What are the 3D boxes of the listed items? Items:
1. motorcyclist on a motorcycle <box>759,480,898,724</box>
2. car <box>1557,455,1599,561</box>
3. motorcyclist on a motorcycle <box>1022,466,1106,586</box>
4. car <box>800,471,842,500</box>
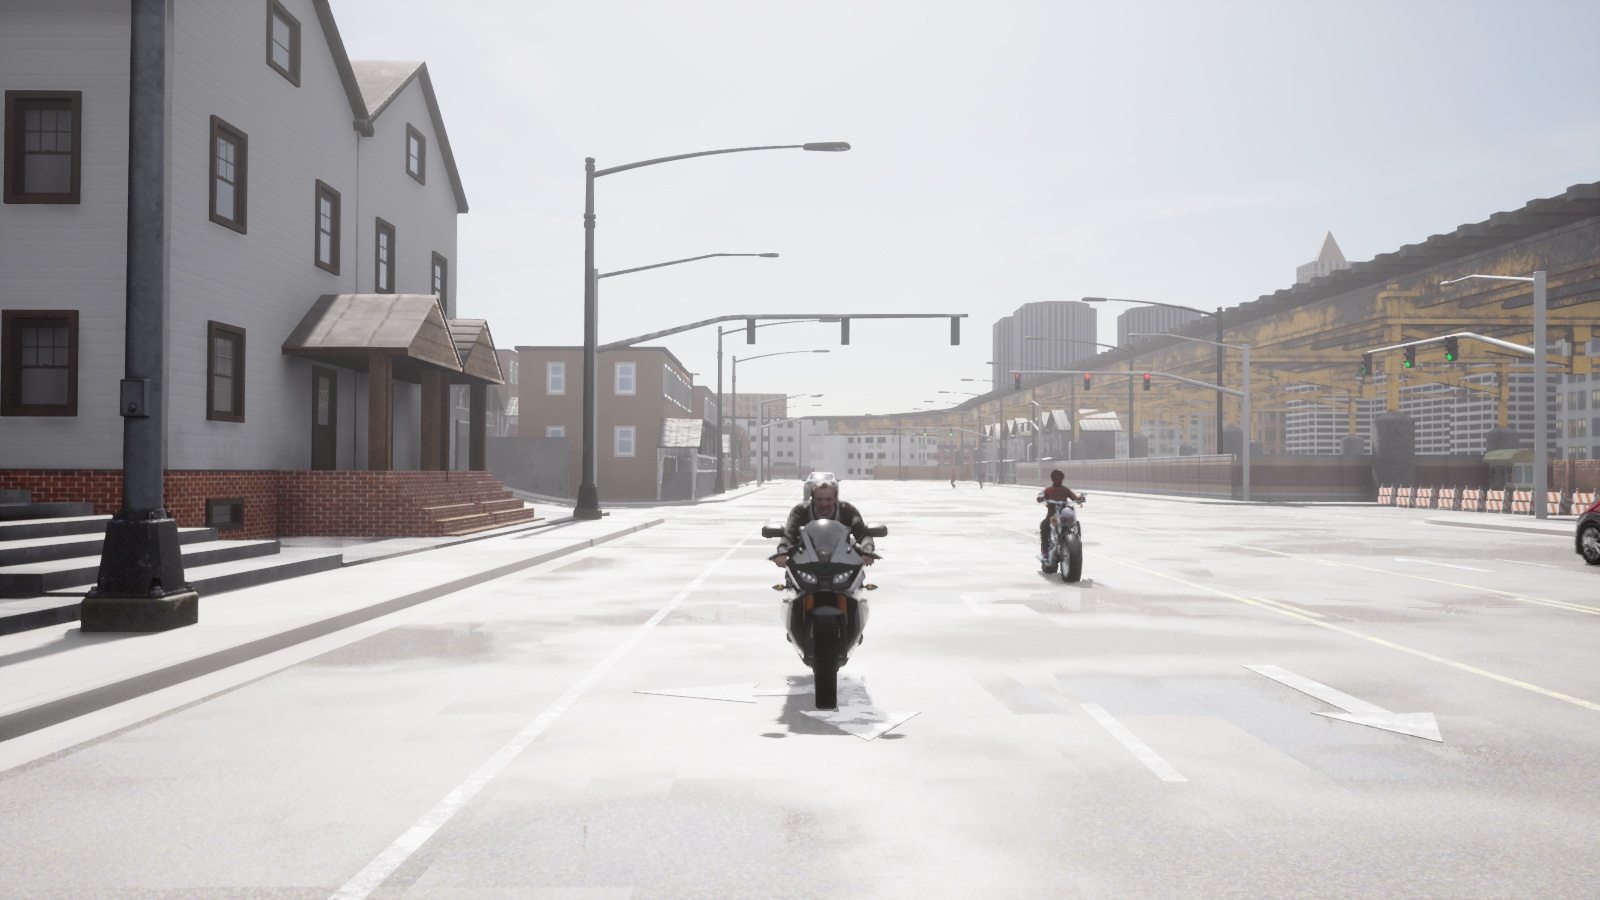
[{"bbox_3d":[0.197,0.998,9.119,0.866,1.530,2.191,-1,-1,1],"label":"motorcyclist on a motorcycle"},{"bbox_3d":[14.369,0.948,19.829,2.097,1.767,4.553,0,-1,1],"label":"car"},{"bbox_3d":[3.845,1.059,18.470,0.766,1.649,2.350,0,-1,1],"label":"motorcyclist on a motorcycle"},{"bbox_3d":[1.191,1.906,68.064,2.128,1.511,4.902,0,-1,2],"label":"car"}]
